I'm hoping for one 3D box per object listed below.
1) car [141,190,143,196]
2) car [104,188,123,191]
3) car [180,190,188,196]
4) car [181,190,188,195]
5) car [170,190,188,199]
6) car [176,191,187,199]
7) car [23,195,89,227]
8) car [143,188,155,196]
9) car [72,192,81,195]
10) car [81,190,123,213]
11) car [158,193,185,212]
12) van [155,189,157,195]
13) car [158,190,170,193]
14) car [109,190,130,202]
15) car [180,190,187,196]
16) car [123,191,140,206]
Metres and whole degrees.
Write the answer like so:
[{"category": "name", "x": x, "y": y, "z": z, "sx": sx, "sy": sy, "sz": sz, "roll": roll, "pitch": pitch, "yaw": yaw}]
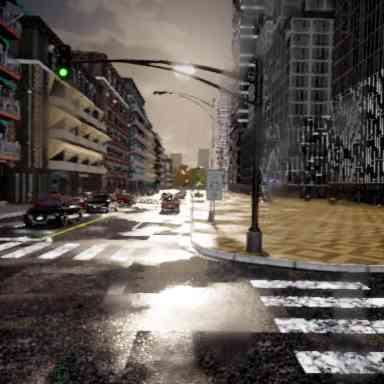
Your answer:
[{"category": "car", "x": -10.294, "y": 0.484, "z": 58.660, "sx": 1.802, "sy": 1.307, "sz": 4.206, "roll": 0, "pitch": 1, "yaw": 0}, {"category": "car", "x": -10.244, "y": 0.457, "z": 41.712, "sx": 2.192, "sy": 1.841, "sz": 5.009, "roll": 0, "pitch": 1, "yaw": 0}, {"category": "car", "x": -2.028, "y": 0.228, "z": 86.985, "sx": 1.887, "sy": 1.381, "sz": 4.507, "roll": 0, "pitch": 1, "yaw": 0}, {"category": "car", "x": -2.044, "y": 0.187, "z": 92.634, "sx": 1.802, "sy": 1.307, "sz": 4.206, "roll": 0, "pitch": 1, "yaw": 0}, {"category": "car", "x": -1.933, "y": 0.710, "z": 53.094, "sx": 2.008, "sy": 1.369, "sz": 4.403, "roll": 0, "pitch": 1, "yaw": 0}, {"category": "car", "x": -1.964, "y": 0.544, "z": 64.392, "sx": 1.887, "sy": 1.381, "sz": 4.507, "roll": 0, "pitch": 1, "yaw": 0}, {"category": "car", "x": -7.580, "y": 1.094, "z": 18.557, "sx": 1.994, "sy": 1.385, "sz": 4.181, "roll": 1, "pitch": 1, "yaw": 0}, {"category": "car", "x": -10.340, "y": -0.022, "z": 75.602, "sx": 2.192, "sy": 1.841, "sz": 5.009, "roll": 0, "pitch": 1, "yaw": 0}, {"category": "car", "x": -10.198, "y": 0.929, "z": 24.769, "sx": 1.887, "sy": 1.381, "sz": 4.507, "roll": 0, "pitch": 1, "yaw": 0}, {"category": "car", "x": -7.602, "y": 0.892, "z": 28.465, "sx": 1.837, "sy": 1.490, "sz": 4.892, "roll": 1, "pitch": 1, "yaw": 0}, {"category": "car", "x": -1.870, "y": 1.025, "z": 30.501, "sx": 1.887, "sy": 1.381, "sz": 4.507, "roll": 0, "pitch": 1, "yaw": 0}, {"category": "van", "x": -10.355, "y": -0.074, "z": 81.249, "sx": 1.690, "sy": 1.788, "sz": 3.998, "roll": 0, "pitch": 1, "yaw": 0}, {"category": "car", "x": -4.495, "y": 0.582, "z": 59.267, "sx": 1.994, "sy": 1.385, "sz": 4.181, "roll": 1, "pitch": 1, "yaw": 0}, {"category": "car", "x": -10.261, "y": 0.502, "z": 47.361, "sx": 1.967, "sy": 1.590, "sz": 4.097, "roll": 0, "pitch": 1, "yaw": 0}, {"category": "car", "x": -2.012, "y": 0.285, "z": 81.507, "sx": 1.752, "sy": 1.417, "sz": 4.829, "roll": 0, "pitch": 1, "yaw": 0}, {"category": "car", "x": -7.629, "y": 0.842, "z": 38.628, "sx": 1.895, "sy": 1.301, "sz": 4.718, "roll": 1, "pitch": 1, "yaw": 0}]
